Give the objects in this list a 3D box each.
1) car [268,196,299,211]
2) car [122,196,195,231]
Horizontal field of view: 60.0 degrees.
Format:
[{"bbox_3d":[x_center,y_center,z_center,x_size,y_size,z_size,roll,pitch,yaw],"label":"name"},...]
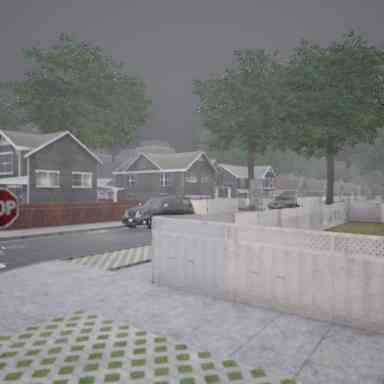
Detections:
[{"bbox_3d":[11.127,1.456,40.195,2.150,2.045,5.566,0,-1,36],"label":"car"},{"bbox_3d":[-2.012,1.310,21.804,2.150,2.045,5.566,0,0,36],"label":"car"}]
